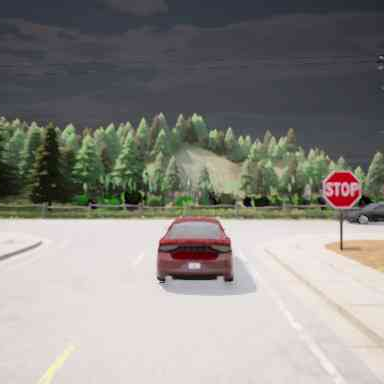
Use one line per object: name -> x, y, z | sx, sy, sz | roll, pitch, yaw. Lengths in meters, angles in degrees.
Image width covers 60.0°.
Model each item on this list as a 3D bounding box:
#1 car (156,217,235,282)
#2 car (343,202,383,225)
car -> 0.152, 1.462, 9.760 | 1.882, 1.535, 5.008 | 0, 0, 2
car -> 12.688, 1.432, 22.545 | 4.892, 1.490, 1.837 | -1, 0, 3
